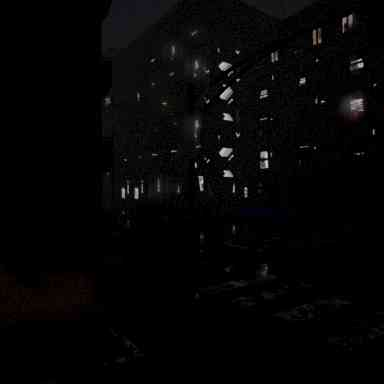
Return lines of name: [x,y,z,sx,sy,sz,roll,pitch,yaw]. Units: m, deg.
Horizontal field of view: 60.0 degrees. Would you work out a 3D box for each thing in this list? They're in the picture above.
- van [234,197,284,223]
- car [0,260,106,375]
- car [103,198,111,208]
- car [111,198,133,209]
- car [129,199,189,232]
van: [4.932,1.280,24.945,1.690,1.788,3.998,0,0,-36]
car: [-3.551,1.525,4.032,4.829,1.417,1.752,0,0,-36]
car: [-11.715,1.463,47.841,1.887,1.381,4.507,-1,0,-36]
car: [-8.385,1.463,43.262,1.887,1.381,4.507,-1,0,-36]
car: [-1.856,1.441,20.033,1.967,1.590,4.097,0,0,-36]
